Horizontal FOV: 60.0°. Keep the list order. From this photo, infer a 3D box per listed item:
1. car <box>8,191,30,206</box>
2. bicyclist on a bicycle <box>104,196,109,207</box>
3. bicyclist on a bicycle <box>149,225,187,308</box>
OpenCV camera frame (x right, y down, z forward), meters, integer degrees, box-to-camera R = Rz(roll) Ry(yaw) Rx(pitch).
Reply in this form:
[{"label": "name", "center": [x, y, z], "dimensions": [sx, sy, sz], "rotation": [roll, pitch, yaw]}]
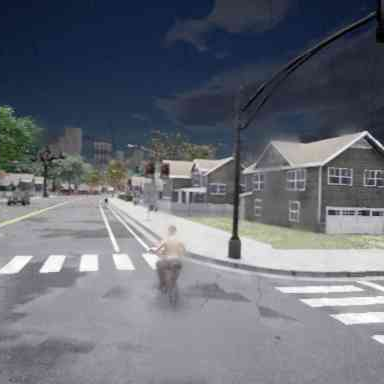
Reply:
[{"label": "car", "center": [-25.005, 0.902, 48.311], "dimensions": [2.150, 2.045, 5.566], "rotation": [2, -1, -16]}, {"label": "bicyclist on a bicycle", "center": [-11.982, 1.484, 46.473], "dimensions": [0.659, 1.776, 1.843], "rotation": [2, 0, -16]}, {"label": "bicyclist on a bicycle", "center": [-0.480, 1.510, 7.119], "dimensions": [0.866, 1.612, 1.509], "rotation": [3, -1, -16]}]
